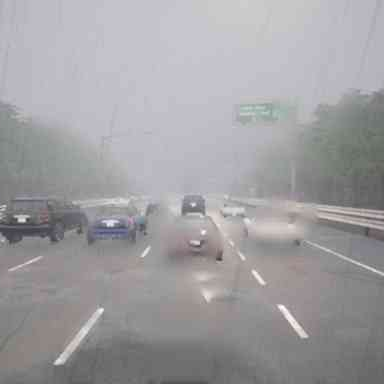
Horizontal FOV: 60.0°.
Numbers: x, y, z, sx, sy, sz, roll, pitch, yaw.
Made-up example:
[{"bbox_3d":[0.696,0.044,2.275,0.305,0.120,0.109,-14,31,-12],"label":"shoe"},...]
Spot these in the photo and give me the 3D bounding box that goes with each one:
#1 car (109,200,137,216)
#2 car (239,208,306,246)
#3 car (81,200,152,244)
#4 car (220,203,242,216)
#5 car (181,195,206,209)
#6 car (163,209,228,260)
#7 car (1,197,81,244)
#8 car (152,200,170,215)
[{"bbox_3d":[-6.848,1.566,33.389,1.812,1.442,4.674,0,0,0],"label":"car"},{"bbox_3d":[3.615,1.623,15.461,1.895,1.301,4.718,0,0,0],"label":"car"},{"bbox_3d":[-3.386,1.374,15.936,2.097,1.767,4.553,0,0,0],"label":"car"},{"bbox_3d":[3.646,1.639,30.848,1.895,1.301,4.718,0,0,0],"label":"car"},{"bbox_3d":[0.154,1.260,31.411,2.150,2.045,5.566,0,0,1],"label":"car"},{"bbox_3d":[0.108,1.566,12.435,2.033,1.411,5.357,0,0,0],"label":"car"},{"bbox_3d":[-6.883,1.244,16.159,2.150,2.045,5.566,0,0,0],"label":"car"},{"bbox_3d":[-3.351,1.544,32.611,1.837,1.490,4.892,0,0,0],"label":"car"}]
